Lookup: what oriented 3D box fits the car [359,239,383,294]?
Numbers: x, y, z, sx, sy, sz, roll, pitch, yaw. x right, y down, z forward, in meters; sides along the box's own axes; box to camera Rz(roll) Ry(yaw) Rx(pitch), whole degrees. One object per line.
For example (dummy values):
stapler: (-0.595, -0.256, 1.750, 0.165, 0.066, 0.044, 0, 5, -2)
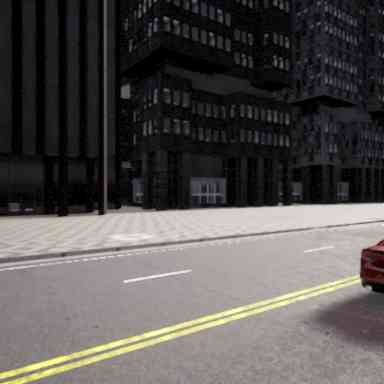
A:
car: (5.831, 1.483, 7.608, 5.008, 1.535, 1.882, 0, 0, -35)
